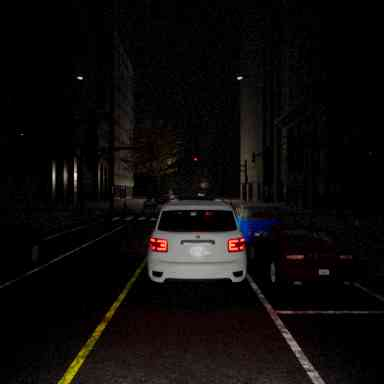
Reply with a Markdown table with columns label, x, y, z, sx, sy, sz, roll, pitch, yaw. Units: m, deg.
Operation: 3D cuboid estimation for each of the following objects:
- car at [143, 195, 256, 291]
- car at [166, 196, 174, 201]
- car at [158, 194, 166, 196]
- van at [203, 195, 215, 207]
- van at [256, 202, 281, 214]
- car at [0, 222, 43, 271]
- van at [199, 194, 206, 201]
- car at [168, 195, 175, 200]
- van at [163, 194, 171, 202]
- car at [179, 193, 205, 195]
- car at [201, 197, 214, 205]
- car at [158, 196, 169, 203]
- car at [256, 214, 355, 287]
| label | x | y | z | sx | sy | sz | roll | pitch | yaw |
| --- | --- | --- | --- | --- | --- | --- | --- | --- | --- |
| car | 0.096 | 1.223 | 9.171 | 2.150 | 2.045 | 5.566 | 0 | 0 | 0 |
| car | -5.890 | 1.643 | 89.613 | 1.947 | 1.339 | 4.313 | 0 | 0 | 0 |
| car | -5.844 | 1.578 | 57.880 | 1.887 | 1.381 | 4.507 | 0 | 0 | 0 |
| van | 2.689 | 1.369 | 52.710 | 1.690 | 1.788 | 3.998 | 0 | 0 | 0 |
| van | 2.758 | 1.344 | 14.725 | 1.690 | 1.788 | 3.998 | 0 | 0 | 0 |
| car | -5.790 | 1.546 | 9.206 | 1.887 | 1.381 | 4.507 | 0 | 0 | 0 |
| van | 2.642 | 1.411 | 85.189 | 1.690 | 1.788 | 3.998 | 0 | 0 | 0 |
| car | -5.897 | 1.611 | 94.733 | 1.752 | 1.417 | 4.829 | 0 | 0 | 0 |
| van | -5.874 | 1.402 | 79.036 | 1.690 | 1.788 | 3.998 | 0 | 0 | 0 |
| car | 0.071 | 1.226 | 19.532 | 2.150 | 2.045 | 5.566 | 0 | 0 | 0 |
| car | 2.681 | 1.600 | 58.123 | 1.947 | 1.339 | 4.313 | 0 | 0 | 0 |
| car | -5.859 | 1.597 | 68.458 | 2.008 | 1.369 | 4.403 | 0 | 0 | 0 |
| car | 2.765 | 1.546 | 9.200 | 1.887 | 1.381 | 4.507 | 0 | 0 | 0 |
